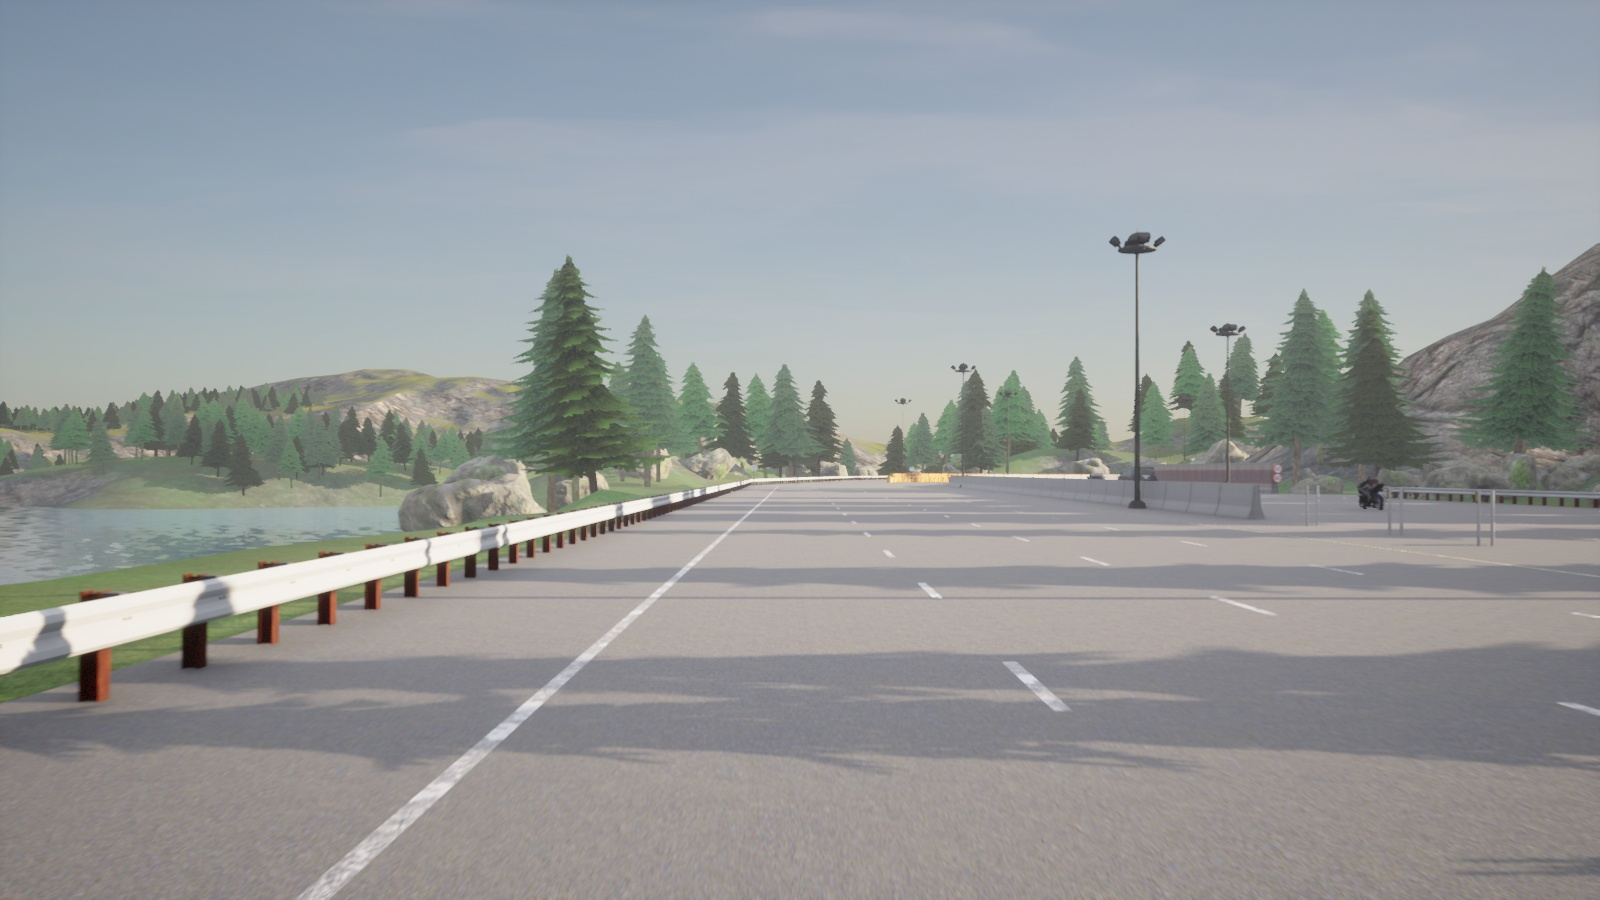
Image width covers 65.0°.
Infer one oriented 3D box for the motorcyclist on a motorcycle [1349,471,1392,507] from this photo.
[{"bbox_3d":[24.323,1.649,53.590,0.866,1.530,2.191,0,-1,0],"label":"motorcyclist on a motorcycle"}]
